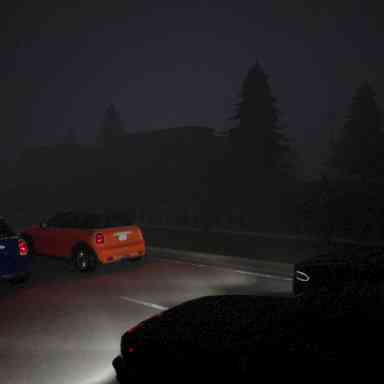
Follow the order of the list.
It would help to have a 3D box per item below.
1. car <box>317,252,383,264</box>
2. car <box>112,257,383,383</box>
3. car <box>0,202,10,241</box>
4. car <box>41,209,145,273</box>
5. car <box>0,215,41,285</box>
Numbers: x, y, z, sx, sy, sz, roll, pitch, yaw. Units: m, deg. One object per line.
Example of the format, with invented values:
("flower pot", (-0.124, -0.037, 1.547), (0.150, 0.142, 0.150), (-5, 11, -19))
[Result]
("car", (4.178, 1.478, 5.315), (5.008, 1.535, 1.882), (0, 0, 36))
("car", (1.756, 1.547, 2.742), (5.357, 1.411, 2.033), (0, 0, 36))
("car", (-11.013, 1.352, 16.129), (4.553, 1.767, 2.097), (0, 0, 36))
("car", (-3.744, 1.352, 10.962), (4.553, 1.767, 2.097), (0, 0, 36))
("car", (-6.074, 1.352, 8.326), (4.553, 1.767, 2.097), (0, 0, 36))
